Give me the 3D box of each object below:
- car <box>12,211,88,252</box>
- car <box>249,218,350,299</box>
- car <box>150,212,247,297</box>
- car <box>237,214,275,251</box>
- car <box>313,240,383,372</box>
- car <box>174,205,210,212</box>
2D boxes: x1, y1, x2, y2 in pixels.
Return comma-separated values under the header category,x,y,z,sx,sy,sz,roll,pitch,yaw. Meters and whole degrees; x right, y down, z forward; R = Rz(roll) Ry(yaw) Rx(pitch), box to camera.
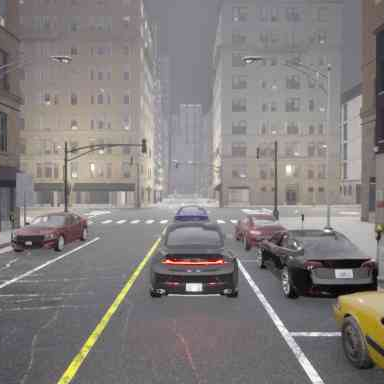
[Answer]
category,x,y,z,sx,sy,sz,roll,pitch,yaw
car,-5.716,1.541,13.867,1.887,1.381,4.507,-1,0,0
car,2.843,1.564,8.305,1.947,1.339,4.313,-1,0,0
car,0.046,1.503,8.533,1.837,1.490,4.892,0,0,0
car,2.829,1.578,13.890,1.802,1.307,4.206,-1,0,0
car,2.855,1.525,2.888,1.752,1.417,4.829,-1,0,0
car,-0.012,1.473,18.483,1.882,1.535,5.008,0,0,0
